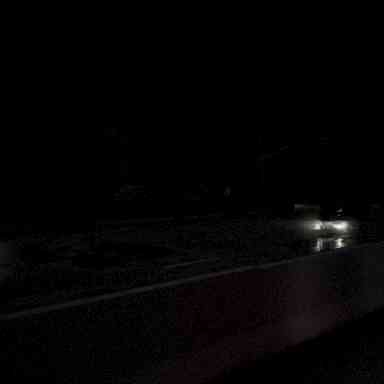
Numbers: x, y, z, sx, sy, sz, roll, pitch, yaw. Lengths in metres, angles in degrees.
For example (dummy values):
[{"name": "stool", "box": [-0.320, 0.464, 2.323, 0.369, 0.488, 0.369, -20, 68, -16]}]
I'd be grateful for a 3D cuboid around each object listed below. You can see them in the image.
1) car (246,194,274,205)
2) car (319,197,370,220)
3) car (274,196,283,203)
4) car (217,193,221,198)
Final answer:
[{"name": "car", "box": [8.393, 1.137, 45.187, 1.895, 1.301, 4.718, -1, 1, -35]}, {"name": "car", "box": [11.392, 1.155, 24.751, 5.008, 1.535, 1.882, -1, 2, -40]}, {"name": "car", "box": [10.832, 0.962, 47.803, 1.882, 1.535, 5.008, -1, 1, -35]}, {"name": "car", "box": [5.436, 0.874, 70.323, 1.994, 1.385, 4.181, -1, 1, -6]}]
